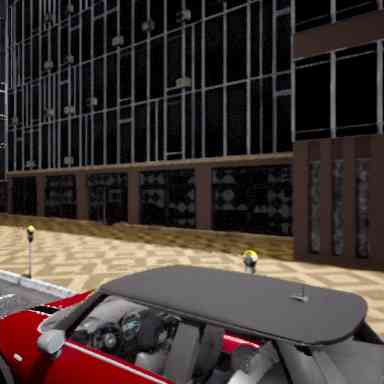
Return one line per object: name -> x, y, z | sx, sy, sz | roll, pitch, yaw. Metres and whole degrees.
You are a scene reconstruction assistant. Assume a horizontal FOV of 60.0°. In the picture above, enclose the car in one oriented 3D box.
car -> -0.287, 1.436, 3.079 | 4.097, 1.590, 1.967 | 0, 0, 35
